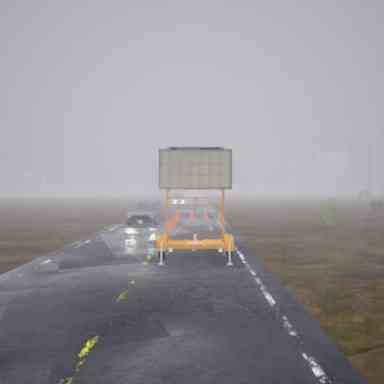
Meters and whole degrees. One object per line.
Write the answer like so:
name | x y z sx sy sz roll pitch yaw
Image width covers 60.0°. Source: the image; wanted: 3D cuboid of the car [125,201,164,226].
car | -2.875 1.258 21.292 2.033 1.411 5.357 0 1 1

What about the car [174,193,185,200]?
car | -2.380 0.758 62.183 1.895 1.301 4.718 0 1 1

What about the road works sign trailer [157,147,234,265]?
road works sign trailer | 0.115 0.312 11.047 2.380 3.560 2.880 0 1 1
